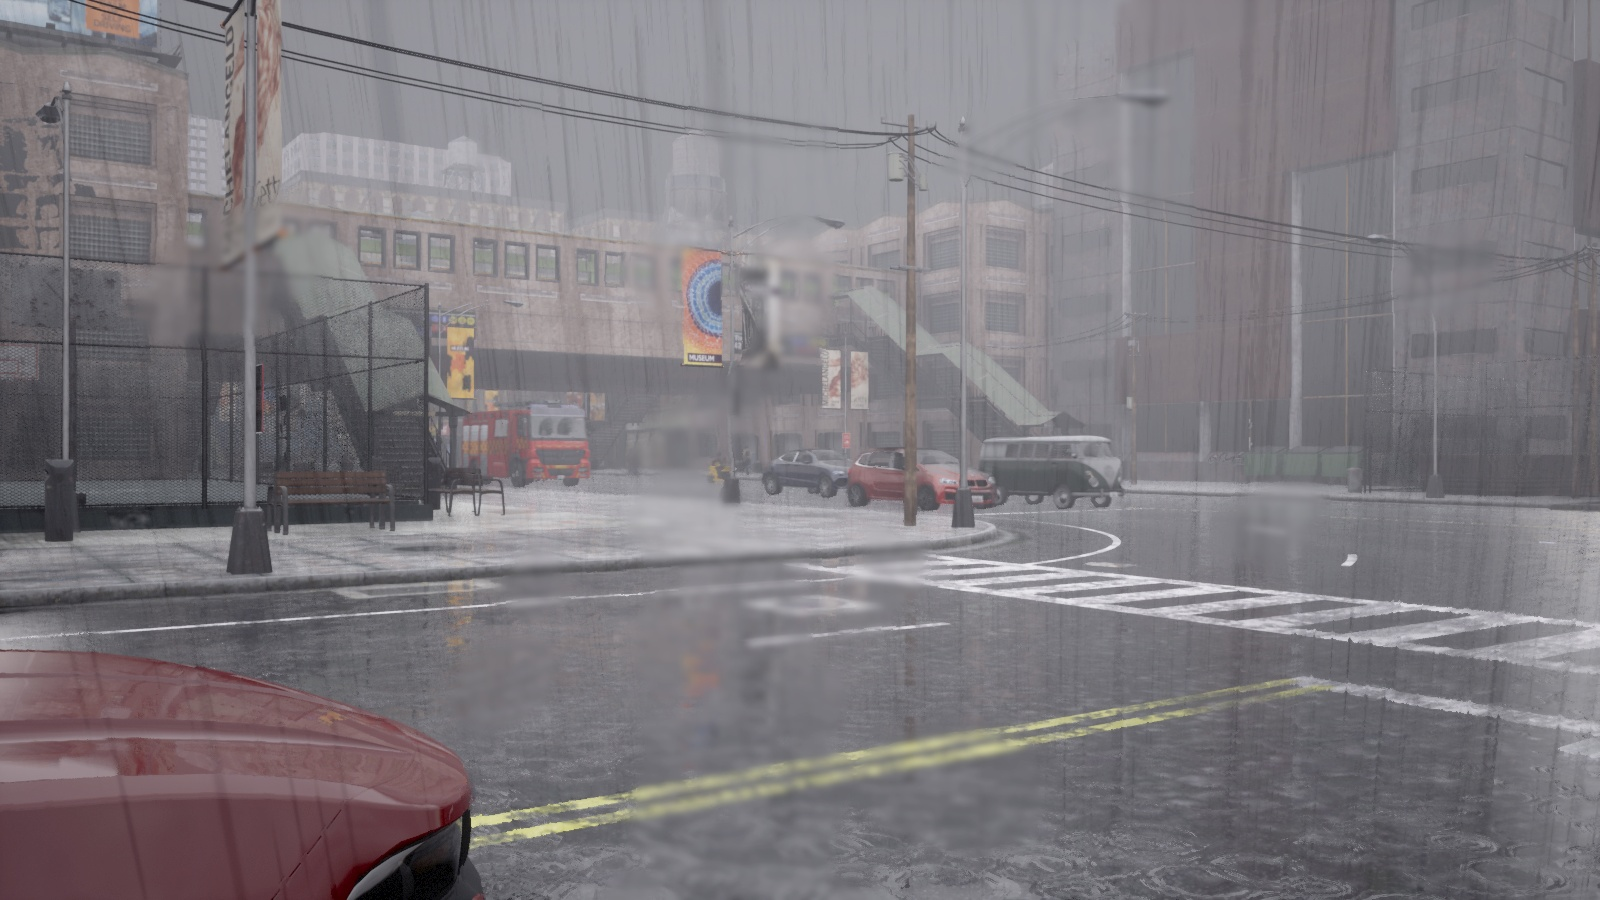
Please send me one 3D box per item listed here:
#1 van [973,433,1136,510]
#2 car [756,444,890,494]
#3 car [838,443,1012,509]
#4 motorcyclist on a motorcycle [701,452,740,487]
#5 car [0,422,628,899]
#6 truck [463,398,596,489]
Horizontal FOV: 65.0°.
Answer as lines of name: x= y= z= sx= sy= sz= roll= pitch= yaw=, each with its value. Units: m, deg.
van: x=6.986 y=0.568 z=34.894 sx=1.775 sy=1.987 sz=4.442 roll=0 pitch=0 yaw=-35
car: x=0.732 y=0.629 z=43.924 sx=2.152 sy=1.651 sz=5.027 roll=0 pitch=0 yaw=-35
car: x=3.312 y=0.665 z=34.050 sx=2.242 sy=1.667 sz=4.611 roll=0 pitch=0 yaw=-35
motorcyclist on a motorcycle: x=-3.554 y=0.872 z=56.249 sx=0.797 sy=1.523 sz=2.044 roll=0 pitch=0 yaw=-35
car: x=-2.898 y=0.733 z=1.605 sx=5.008 sy=1.535 sz=1.882 roll=0 pitch=0 yaw=-36
truck: x=-12.361 y=-0.255 z=56.681 sx=2.891 sy=3.827 sz=8.468 roll=0 pitch=0 yaw=-34
